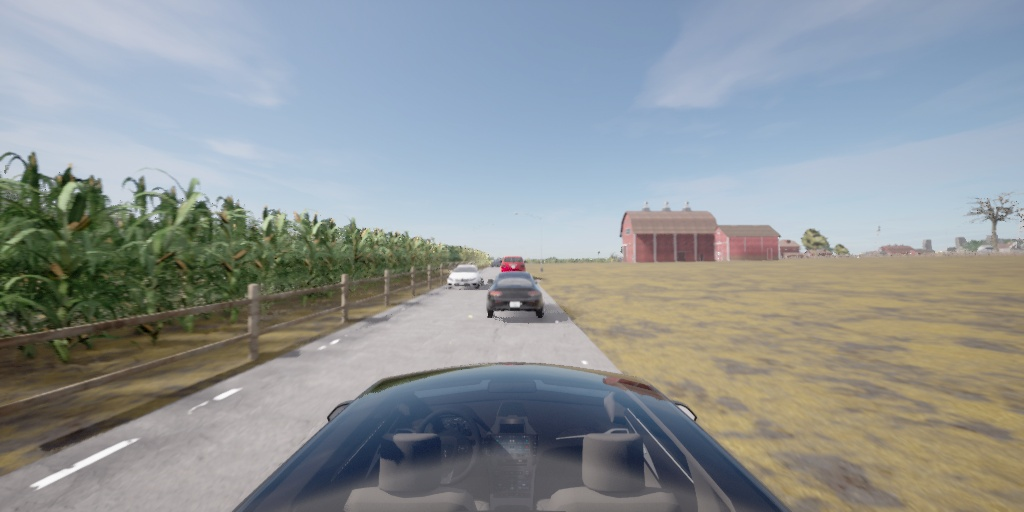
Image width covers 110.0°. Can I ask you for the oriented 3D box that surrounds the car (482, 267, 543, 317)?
[{"bbox_3d":[0.087,1.282,13.040,1.812,1.442,4.674,0,0,0],"label":"car"}]

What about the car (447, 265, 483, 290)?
[{"bbox_3d":[-2.848,1.287,22.621,1.812,1.442,4.674,0,0,0],"label":"car"}]

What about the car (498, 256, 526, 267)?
[{"bbox_3d":[0.104,0.996,32.568,2.150,2.045,5.566,0,0,0],"label":"car"}]

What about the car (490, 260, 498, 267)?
[{"bbox_3d":[-2.766,1.439,64.265,1.994,1.385,4.181,0,0,1],"label":"car"}]
